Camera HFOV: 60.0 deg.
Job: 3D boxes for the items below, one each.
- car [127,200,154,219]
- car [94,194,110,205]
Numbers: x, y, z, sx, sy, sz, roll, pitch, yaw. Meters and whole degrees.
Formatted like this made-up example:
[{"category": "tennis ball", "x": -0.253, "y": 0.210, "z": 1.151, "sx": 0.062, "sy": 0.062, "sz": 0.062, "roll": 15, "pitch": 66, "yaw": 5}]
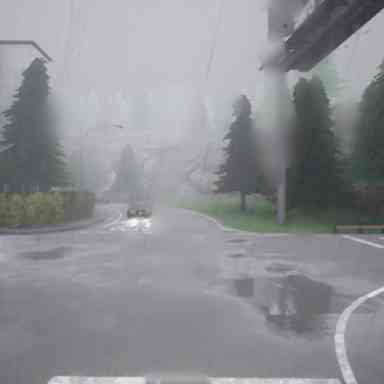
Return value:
[{"category": "car", "x": -4.087, "y": 1.365, "z": 26.591, "sx": 1.994, "sy": 1.385, "sz": 4.181, "roll": 0, "pitch": 0, "yaw": -8}, {"category": "car", "x": -14.074, "y": 1.016, "z": 49.256, "sx": 4.892, "sy": 1.490, "sz": 1.837, "roll": 0, "pitch": 1, "yaw": 44}]
